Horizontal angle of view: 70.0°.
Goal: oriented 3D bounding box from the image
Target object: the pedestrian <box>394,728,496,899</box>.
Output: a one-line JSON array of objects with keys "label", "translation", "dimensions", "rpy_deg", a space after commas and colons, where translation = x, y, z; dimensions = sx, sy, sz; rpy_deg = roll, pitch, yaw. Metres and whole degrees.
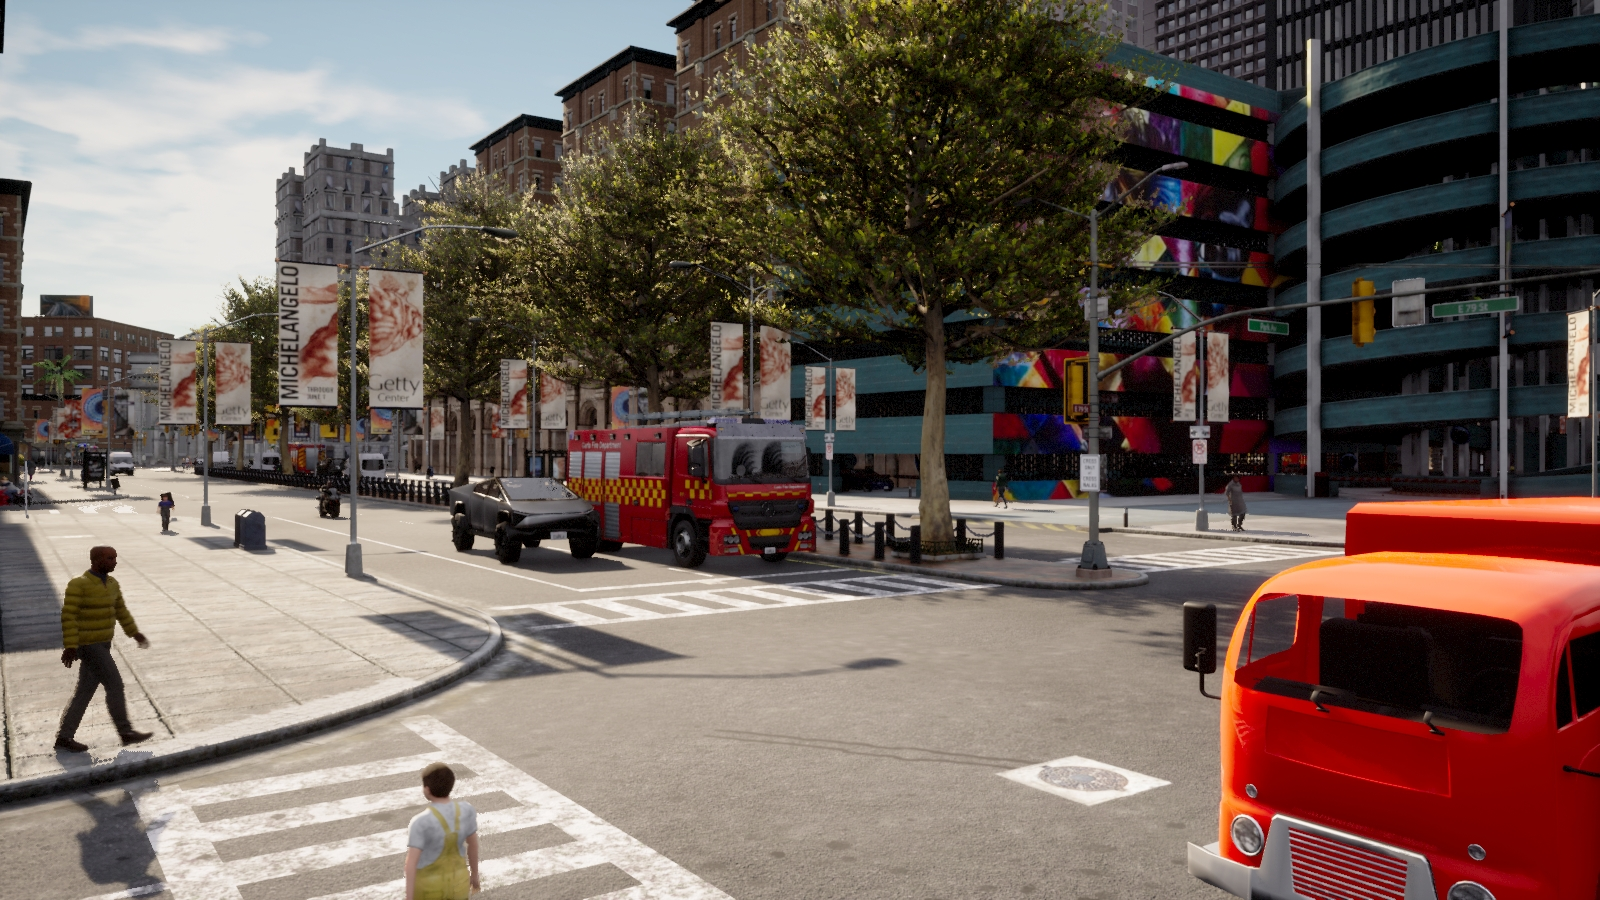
[{"label": "pedestrian", "translation": [-1.806, 2.127, 5.812], "dimensions": [0.375, 1.300, 0.375], "rpy_deg": [0, 0, -41]}]

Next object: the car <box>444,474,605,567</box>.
[{"label": "car", "translation": [-7.523, 1.749, 30.614], "dimensions": [2.390, 2.098, 6.274], "rpy_deg": [0, 0, -31]}]

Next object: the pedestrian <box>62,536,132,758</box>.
[{"label": "pedestrian", "translation": [-6.099, 1.695, 9.920], "dimensions": [0.375, 1.860, 0.375], "rpy_deg": [0, 0, 2]}]

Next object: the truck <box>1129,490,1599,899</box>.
[{"label": "truck", "translation": [4.832, 1.567, 7.165], "dimensions": [5.204, 2.467, 2.627], "rpy_deg": [0, 0, -35]}]

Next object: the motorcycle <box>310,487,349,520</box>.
[{"label": "motorcycle", "translation": [-19.461, 2.201, 47.242], "dimensions": [0.867, 1.251, 2.209], "rpy_deg": [-1, 1, -39]}]

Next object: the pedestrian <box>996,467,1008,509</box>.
[{"label": "pedestrian", "translation": [8.940, 1.683, 50.552], "dimensions": [0.375, 1.860, 0.375], "rpy_deg": [0, 0, -33]}]

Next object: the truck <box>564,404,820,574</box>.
[{"label": "truck", "translation": [-3.137, 0.885, 30.043], "dimensions": [2.891, 3.827, 8.468], "rpy_deg": [0, 0, -35]}]

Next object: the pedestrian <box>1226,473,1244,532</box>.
[{"label": "pedestrian", "translation": [14.000, 1.686, 36.776], "dimensions": [0.375, 1.860, 0.375], "rpy_deg": [0, 0, -18]}]

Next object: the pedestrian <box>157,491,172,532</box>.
[{"label": "pedestrian", "translation": [-20.354, 1.974, 36.615], "dimensions": [0.375, 1.300, 0.375], "rpy_deg": [0, 0, -36]}]
